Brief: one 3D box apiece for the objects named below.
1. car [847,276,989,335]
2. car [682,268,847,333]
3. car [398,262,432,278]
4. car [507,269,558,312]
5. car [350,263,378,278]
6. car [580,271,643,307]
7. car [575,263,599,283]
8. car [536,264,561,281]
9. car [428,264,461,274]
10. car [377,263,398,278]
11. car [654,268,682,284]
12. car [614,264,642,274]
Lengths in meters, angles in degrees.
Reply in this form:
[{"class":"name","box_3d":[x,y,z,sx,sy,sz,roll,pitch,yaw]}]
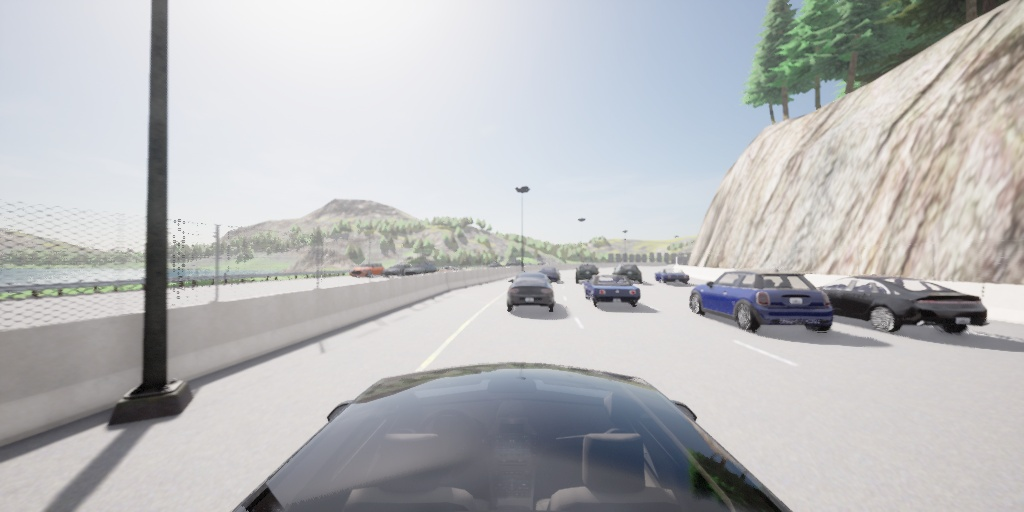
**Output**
[{"class":"car","box_3d":[11.032,1.366,11.059,2.128,1.511,4.902,0,0,4]},{"class":"car","box_3d":[7.556,1.225,11.479,2.097,1.767,4.553,0,-1,4]},{"class":"car","box_3d":[-9.926,1.536,38.895,2.097,1.767,4.553,0,-1,12]},{"class":"car","box_3d":[0.831,1.437,15.179,1.812,1.442,4.674,0,-1,5]},{"class":"car","box_3d":[-16.546,1.559,41.336,2.097,1.767,4.553,0,-1,13]},{"class":"car","box_3d":[4.481,1.535,16.743,1.895,1.301,4.718,0,-1,5]},{"class":"car","box_3d":[6.834,1.477,32.558,2.097,1.767,4.553,0,-1,11]},{"class":"car","box_3d":[3.481,1.699,33.642,1.994,1.385,4.181,0,-1,11]},{"class":"car","box_3d":[-6.640,1.774,37.668,1.895,1.301,4.718,0,-1,12]},{"class":"car","box_3d":[-12.980,1.715,41.292,1.837,1.490,4.892,0,-1,13]},{"class":"car","box_3d":[13.568,1.711,30.719,1.895,1.301,4.718,0,-1,11]},{"class":"car","box_3d":[10.346,1.477,32.288,2.097,1.767,4.553,0,-1,11]}]
